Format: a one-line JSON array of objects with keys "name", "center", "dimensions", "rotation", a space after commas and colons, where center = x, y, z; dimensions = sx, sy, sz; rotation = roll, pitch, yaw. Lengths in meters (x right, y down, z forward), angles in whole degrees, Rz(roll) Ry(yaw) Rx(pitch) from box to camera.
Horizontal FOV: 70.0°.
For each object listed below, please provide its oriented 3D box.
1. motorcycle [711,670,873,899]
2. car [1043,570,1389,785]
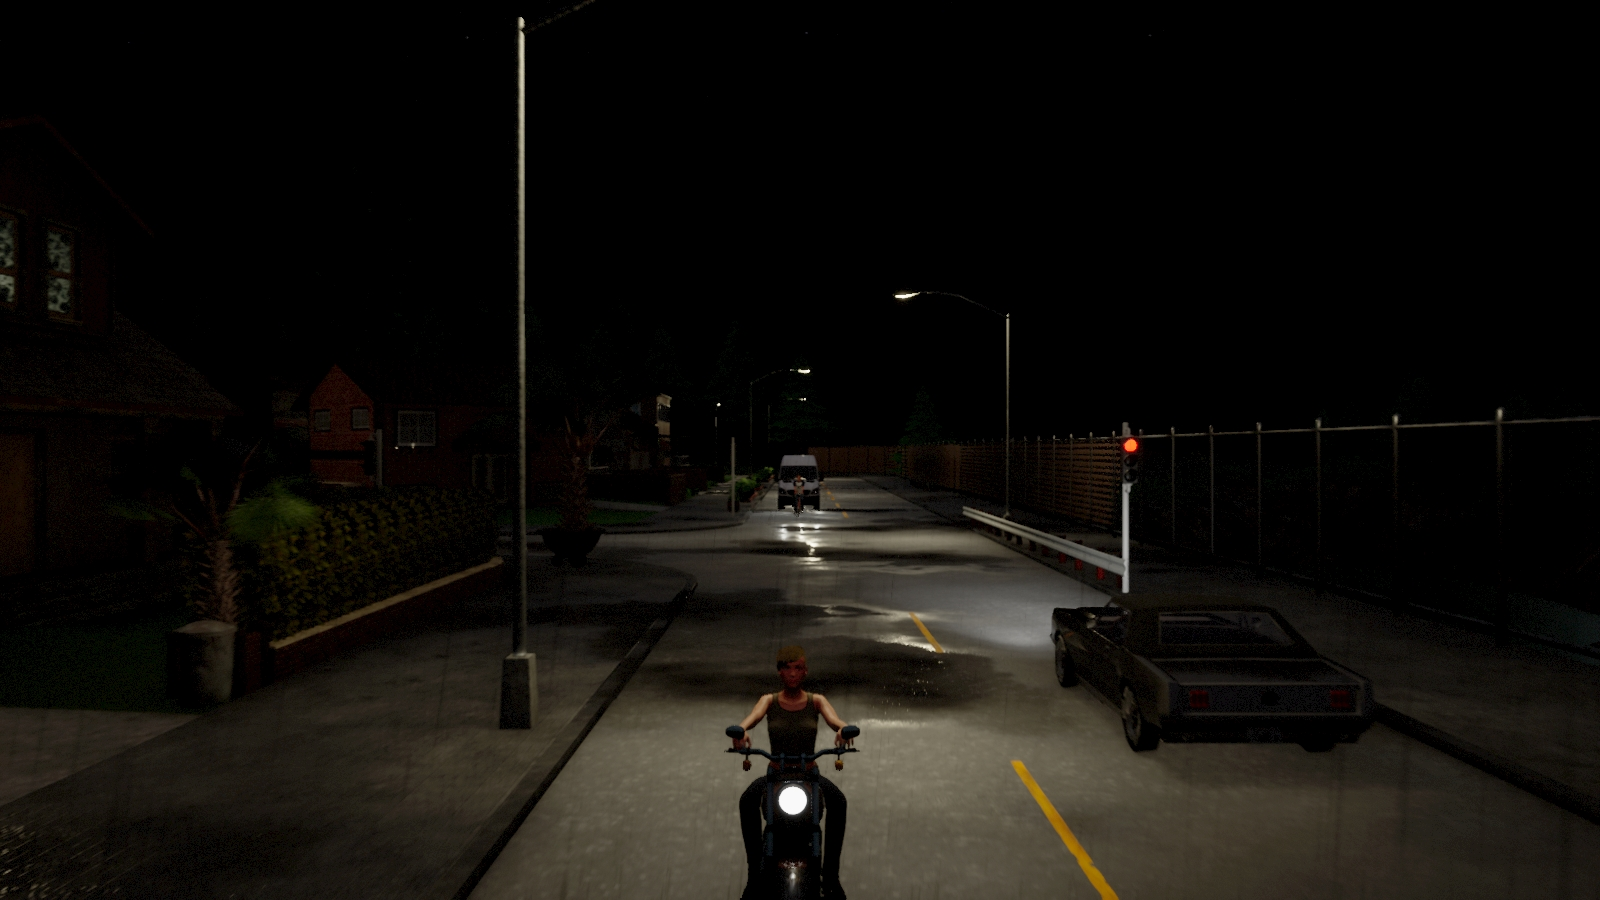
[{"name": "motorcycle", "center": [-0.044, 2.155, 6.574], "dimensions": [0.764, 1.307, 2.356], "rotation": [0, 0, 0]}, {"name": "car", "center": [3.987, 2.154, 11.939], "dimensions": [1.895, 1.301, 4.718], "rotation": [0, 0, 0]}]
